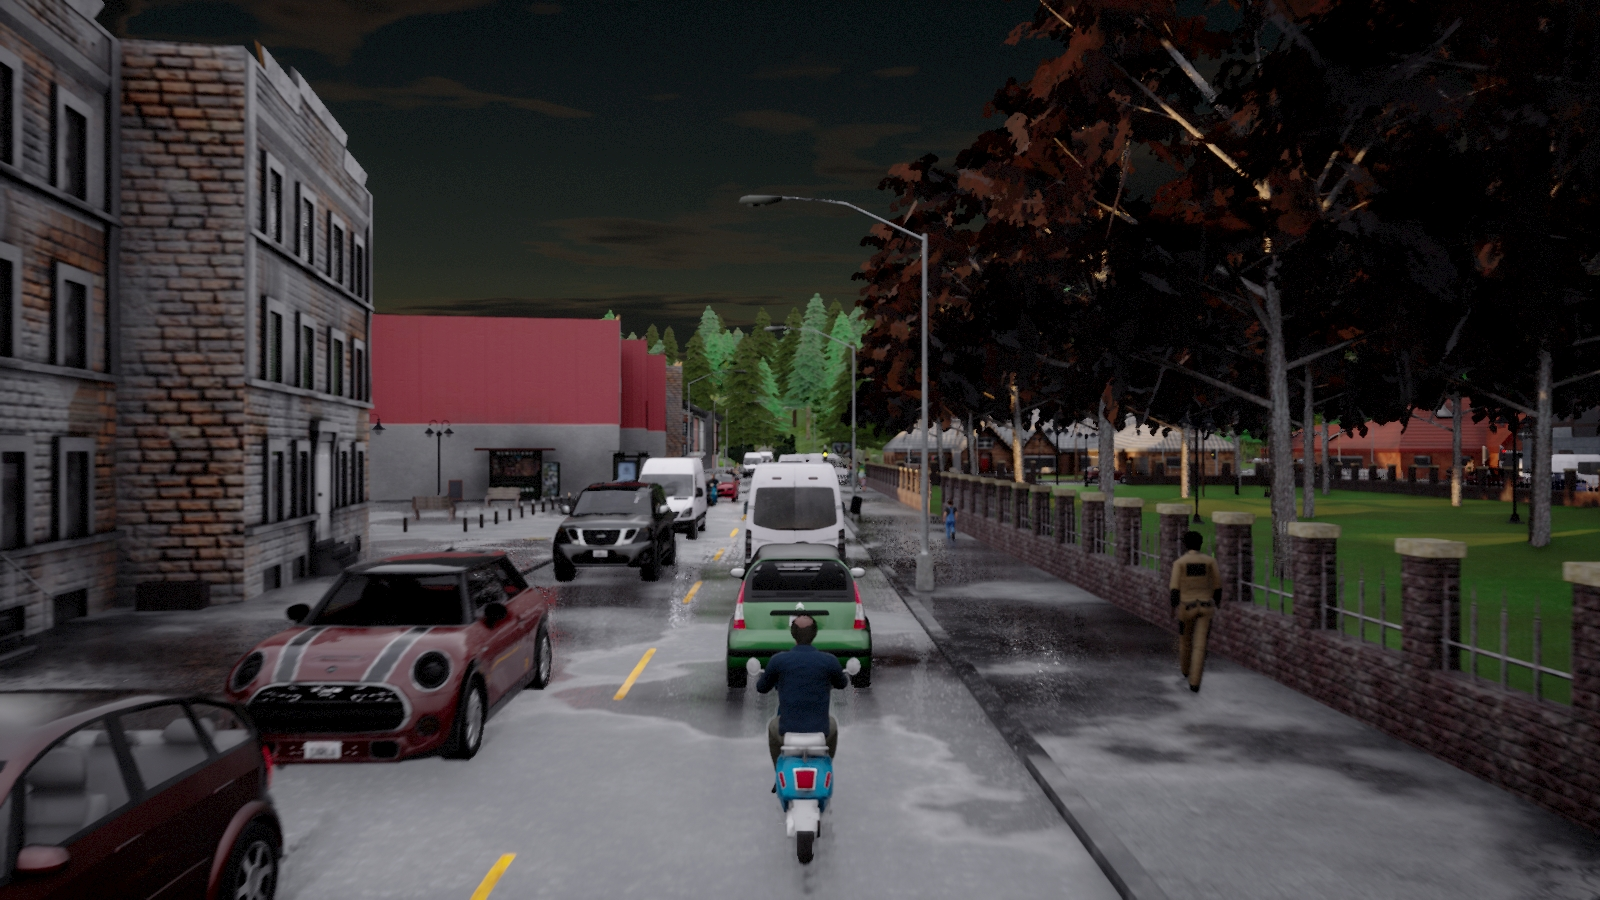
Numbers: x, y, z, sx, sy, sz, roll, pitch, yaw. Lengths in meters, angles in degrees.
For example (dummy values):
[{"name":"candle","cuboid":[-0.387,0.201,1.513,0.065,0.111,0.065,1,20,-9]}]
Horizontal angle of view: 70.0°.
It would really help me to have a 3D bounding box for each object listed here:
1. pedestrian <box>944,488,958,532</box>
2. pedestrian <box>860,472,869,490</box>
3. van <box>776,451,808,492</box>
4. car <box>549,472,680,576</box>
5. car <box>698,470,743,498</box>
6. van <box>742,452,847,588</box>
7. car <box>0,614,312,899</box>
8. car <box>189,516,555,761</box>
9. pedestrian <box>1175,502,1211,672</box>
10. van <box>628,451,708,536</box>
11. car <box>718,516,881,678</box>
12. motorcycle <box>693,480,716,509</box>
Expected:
[{"name":"pedestrian","cuboid":[4.591,1.821,34.735,0.375,1.300,0.375,0,0,0]},{"name":"pedestrian","cuboid":[4.022,1.936,71.680,0.500,1.100,0.500,0,0,-6]},{"name":"van","cuboid":[-0.514,1.347,74.312,1.988,2.561,5.915,0,0,0]},{"name":"car","cuboid":[-4.101,1.573,26.264,2.150,2.045,5.566,0,0,-1]},{"name":"car","cuboid":[-4.434,1.870,64.176,2.231,1.480,4.892,0,0,0]},{"name":"van","cuboid":[-0.128,1.325,24.581,1.988,2.561,5.915,0,0,0]},{"name":"car","cuboid":[-3.945,1.808,5.320,1.789,1.549,3.705,0,0,0]},{"name":"car","cuboid":[-4.034,1.691,11.749,2.097,1.767,4.553,0,0,-1]},{"name":"pedestrian","cuboid":[4.436,1.531,12.904,0.375,1.860,0.375,0,0,17]},{"name":"van","cuboid":[-4.237,1.331,37.654,1.988,2.561,5.915,0,0,0]},{"name":"car","cuboid":[-0.026,1.786,15.022,1.851,1.617,3.988,0,0,-1]},{"name":"motorcycle","cuboid":[-4.340,2.008,51.922,0.867,1.251,2.209,0,0,0]}]
